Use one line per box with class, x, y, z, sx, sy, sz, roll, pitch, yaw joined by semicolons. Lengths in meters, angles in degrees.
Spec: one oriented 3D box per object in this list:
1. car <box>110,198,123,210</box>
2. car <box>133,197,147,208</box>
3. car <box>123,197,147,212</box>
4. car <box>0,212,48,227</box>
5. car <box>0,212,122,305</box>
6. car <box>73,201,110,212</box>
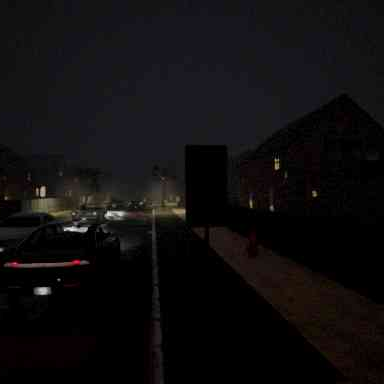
car;-9.679;1.478;42.711;2.128;1.511;4.902;0;0;-7
car;-7.623;1.472;48.853;1.837;1.490;4.892;0;0;-6
car;-6.408;1.447;38.854;2.128;1.511;4.902;0;0;-6
car;-6.255;1.525;12.700;1.812;1.442;4.674;0;0;-7
car;-2.850;1.480;8.121;2.128;1.511;4.902;0;0;-7
car;-7.717;1.580;25.192;1.895;1.301;4.718;0;0;-7
